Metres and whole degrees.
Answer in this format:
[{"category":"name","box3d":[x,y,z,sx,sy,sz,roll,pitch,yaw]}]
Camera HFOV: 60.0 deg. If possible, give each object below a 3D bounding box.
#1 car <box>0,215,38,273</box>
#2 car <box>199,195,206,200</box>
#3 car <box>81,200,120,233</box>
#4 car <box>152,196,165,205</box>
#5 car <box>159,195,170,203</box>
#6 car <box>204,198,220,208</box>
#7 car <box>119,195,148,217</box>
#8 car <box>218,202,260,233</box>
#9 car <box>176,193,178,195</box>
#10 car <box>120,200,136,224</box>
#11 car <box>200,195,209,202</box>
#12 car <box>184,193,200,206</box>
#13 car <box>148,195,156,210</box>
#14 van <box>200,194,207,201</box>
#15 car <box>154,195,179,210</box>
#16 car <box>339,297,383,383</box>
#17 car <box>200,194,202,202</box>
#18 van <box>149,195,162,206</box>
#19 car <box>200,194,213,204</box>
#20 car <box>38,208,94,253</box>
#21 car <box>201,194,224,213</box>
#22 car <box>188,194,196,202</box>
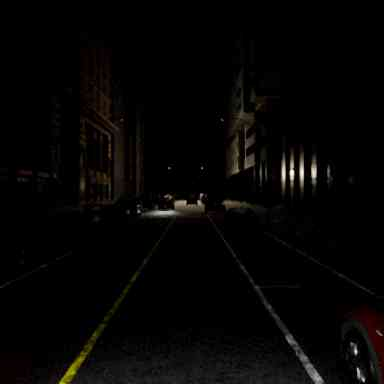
[{"category":"car","box3d":[-5.760,1.435,8.089,1.967,1.590,4.097,0,0,0]},{"category":"car","box3d":[2.758,1.565,92.132,1.802,1.307,4.206,0,0,0]},{"category":"car","box3d":[-5.761,1.429,19.292,1.967,1.590,4.097,0,0,0]},{"category":"car","box3d":[-5.764,1.502,58.334,1.752,1.417,4.829,0,0,0]},{"category":"car","box3d":[-5.765,1.418,69.708,1.967,1.590,4.097,0,0,0]},{"category":"car","box3d":[2.762,1.528,47.314,2.008,1.369,4.403,0,0,0]},{"category":"car","box3d":[-5.761,1.298,30.496,2.192,1.841,5.009,0,0,0]},{"category":"car","box3d":[2.764,1.534,19.304,1.887,1.381,4.507,0,0,0]},{"category":"car","box3d":[-5.767,1.548,92.115,1.947,1.339,4.313,0,0,0]},{"category":"car","box3d":[-5.761,1.552,24.894,1.947,1.339,4.313,0,0,0]},{"category":"car","box3d":[2.759,1.504,75.495,1.752,1.417,4.829,0,0,0]},{"category":"car","box3d":[-0.004,1.455,54.744,1.882,1.535,5.008,0,0,0]},{"category":"car","box3d":[-5.762,1.294,41.699,2.192,1.841,5.009,0,0,0]},{"category":"van","box3d":[2.759,1.321,80.927,1.690,1.788,3.998,0,0,0]},{"category":"car","box3d":[-3.094,1.471,41.576,2.128,1.511,4.902,0,0,0]},{"category":"car","box3d":[2.766,1.439,2.498,1.967,1.590,4.097,0,0,0]},{"category":"car","box3d":[2.762,1.417,52.917,1.967,1.590,4.097,0,0,0]},{"category":"van","box3d":[-5.763,1.318,52.902,1.690,1.788,3.998,0,0,0]},{"category":"car","box3d":[2.761,1.292,64.121,2.192,1.841,5.009,0,0,0]},{"category":"car","box3d":[-5.761,1.558,13.691,1.947,1.339,4.313,0,0,0]},{"category":"car","box3d":[2.385,1.333,35.931,2.097,1.767,4.553,0,0,0]},{"category":"car","box3d":[-0.005,1.322,72.714,1.882,1.535,5.008,0,0,0]}]
